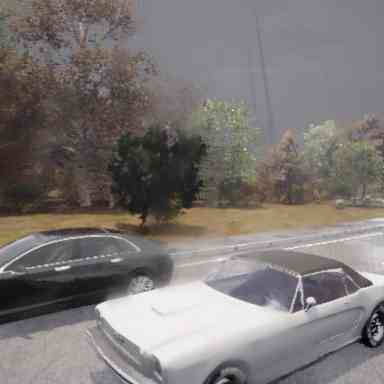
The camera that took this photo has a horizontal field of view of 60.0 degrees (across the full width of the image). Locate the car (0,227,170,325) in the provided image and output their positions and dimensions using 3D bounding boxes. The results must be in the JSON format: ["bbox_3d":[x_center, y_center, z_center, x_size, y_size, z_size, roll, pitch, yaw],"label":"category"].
[{"bbox_3d":[-2.651,1.502,6.386,4.892,1.490,1.837,0,0,-35],"label":"car"}]

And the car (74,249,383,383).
[{"bbox_3d":[1.044,1.596,4.714,4.718,1.301,1.895,0,0,-35],"label":"car"}]
